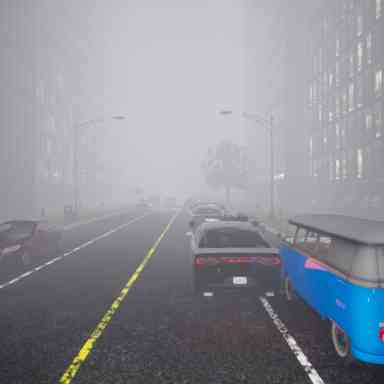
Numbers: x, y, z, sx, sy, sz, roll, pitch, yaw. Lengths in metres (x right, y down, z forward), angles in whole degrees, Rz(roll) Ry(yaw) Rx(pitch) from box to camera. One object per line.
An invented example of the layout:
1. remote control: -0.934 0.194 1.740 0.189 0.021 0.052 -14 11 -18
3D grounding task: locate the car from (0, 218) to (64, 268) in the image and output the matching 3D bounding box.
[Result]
1. car: -5.717 1.582 11.266 1.802 1.307 4.206 0 0 0

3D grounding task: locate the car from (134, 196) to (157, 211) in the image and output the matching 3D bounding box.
1. car: -5.786 1.548 39.729 2.008 1.369 4.403 0 0 0

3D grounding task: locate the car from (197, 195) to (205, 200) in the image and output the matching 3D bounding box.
1. car: 2.472 1.463 90.978 1.887 1.381 4.507 0 0 0

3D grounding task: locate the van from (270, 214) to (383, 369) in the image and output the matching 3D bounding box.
1. van: 2.677 1.341 5.592 1.690 1.788 3.998 0 0 0

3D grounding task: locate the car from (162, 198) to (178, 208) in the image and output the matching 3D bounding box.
1. car: -3.113 1.517 47.068 1.812 1.442 4.674 0 0 0

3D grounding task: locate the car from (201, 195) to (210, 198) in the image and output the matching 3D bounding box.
1. car: 2.582 1.544 45.439 2.008 1.369 4.403 0 0 0

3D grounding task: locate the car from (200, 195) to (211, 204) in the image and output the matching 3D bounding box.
1. car: 2.541 1.410 62.516 1.967 1.590 4.097 0 0 0

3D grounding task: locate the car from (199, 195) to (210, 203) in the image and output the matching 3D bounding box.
1. car: 2.527 1.401 68.208 1.967 1.590 4.097 0 0 0

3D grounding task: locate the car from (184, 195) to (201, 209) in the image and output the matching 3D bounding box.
1. car: -0.102 1.471 45.189 1.882 1.535 5.008 0 0 1

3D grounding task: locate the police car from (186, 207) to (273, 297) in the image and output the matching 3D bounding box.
1. police car: 0.879 1.425 8.716 1.930 1.638 5.238 0 0 0

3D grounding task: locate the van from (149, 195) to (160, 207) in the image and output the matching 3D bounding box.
1. van: -5.813 1.328 51.115 1.690 1.788 3.998 0 0 0

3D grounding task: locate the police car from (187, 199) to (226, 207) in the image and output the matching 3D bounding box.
1. police car: 0.855 1.425 18.716 1.930 1.638 5.238 0 0 0

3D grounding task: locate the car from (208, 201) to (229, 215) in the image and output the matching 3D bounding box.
1. car: 2.609 1.581 34.054 1.802 1.307 4.206 0 0 0
